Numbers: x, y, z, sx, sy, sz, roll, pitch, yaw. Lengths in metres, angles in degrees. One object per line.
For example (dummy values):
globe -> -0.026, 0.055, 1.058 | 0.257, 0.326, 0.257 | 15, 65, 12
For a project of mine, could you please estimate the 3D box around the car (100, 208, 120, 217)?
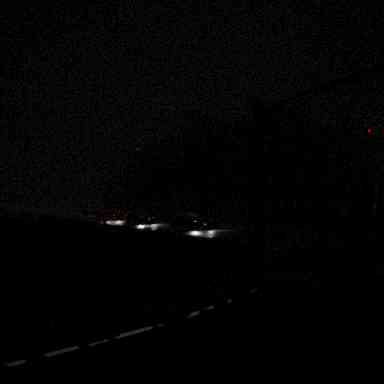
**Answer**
car -> -13.765, 3.426, 55.617 | 1.812, 1.442, 4.674 | 1, -2, -33

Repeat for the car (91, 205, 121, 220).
car -> -11.604, 2.766, 45.586 | 2.150, 2.045, 5.566 | 1, -2, -33

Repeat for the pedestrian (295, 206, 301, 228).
pedestrian -> 8.887, 2.081, 28.108 | 0.375, 1.860, 0.375 | -1, 1, -33

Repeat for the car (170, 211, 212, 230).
car -> -0.233, 2.372, 28.164 | 1.812, 1.442, 4.674 | 1, -3, -33

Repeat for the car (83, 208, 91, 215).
car -> -19.498, 3.804, 64.215 | 1.895, 1.301, 4.718 | 1, -2, -33

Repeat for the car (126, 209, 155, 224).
car -> -5.750, 2.698, 36.602 | 1.837, 1.490, 4.892 | 1, -3, -33
